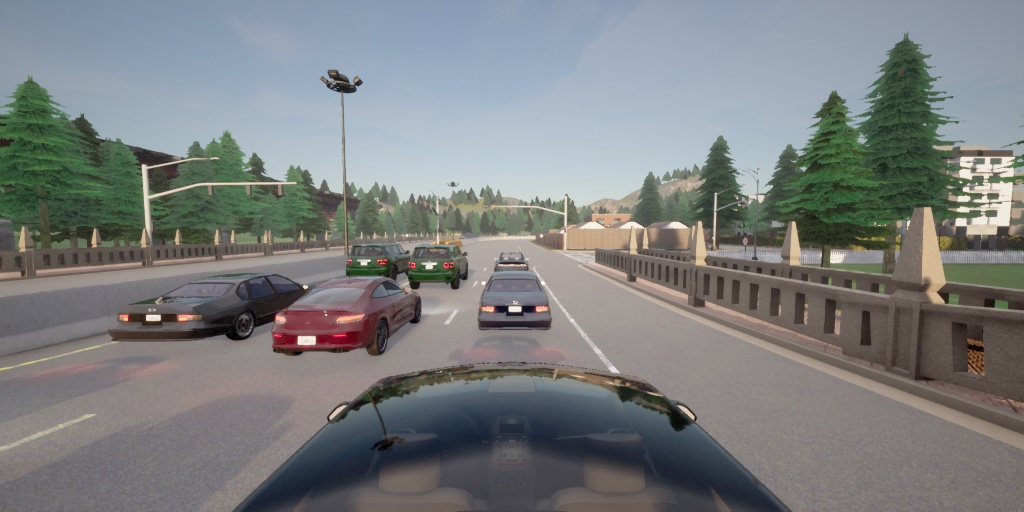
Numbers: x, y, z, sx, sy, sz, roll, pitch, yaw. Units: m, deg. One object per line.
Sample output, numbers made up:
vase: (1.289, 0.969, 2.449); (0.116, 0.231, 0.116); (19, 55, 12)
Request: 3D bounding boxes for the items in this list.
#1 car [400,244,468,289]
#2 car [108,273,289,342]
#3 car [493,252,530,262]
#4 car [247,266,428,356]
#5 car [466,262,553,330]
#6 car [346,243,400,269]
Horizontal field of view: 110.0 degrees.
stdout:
car: (-3.506, 0.399, 17.798); (2.150, 2.045, 5.566); (0, 4, 0)
car: (-6.946, 1.156, 9.436); (2.033, 1.411, 5.357); (0, 2, 0)
car: (-0.023, 0.529, 20.115); (2.128, 1.511, 4.902); (0, 3, 0)
car: (-3.440, 1.172, 8.262); (1.812, 1.442, 4.674); (0, 2, -1)
car: (0.048, 1.121, 10.419); (2.033, 1.411, 5.357); (0, 2, 0)
car: (-7.020, 0.285, 19.624); (2.150, 2.045, 5.566); (0, 4, 0)
